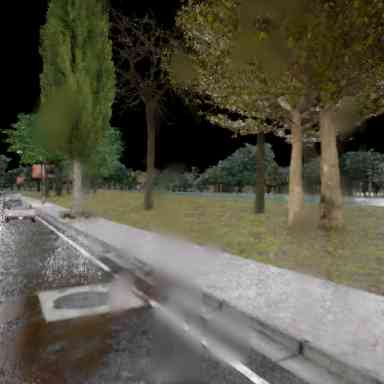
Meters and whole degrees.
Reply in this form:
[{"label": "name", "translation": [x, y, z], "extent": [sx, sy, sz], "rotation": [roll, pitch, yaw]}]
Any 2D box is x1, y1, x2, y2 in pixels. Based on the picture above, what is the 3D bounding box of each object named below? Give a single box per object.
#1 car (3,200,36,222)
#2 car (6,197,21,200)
[{"label": "car", "translation": [-12.945, 1.508, 24.976], "extent": [1.895, 1.301, 4.718], "rotation": [1, 0, -30]}, {"label": "car", "translation": [-21.022, 1.286, 39.110], "extent": [2.128, 1.511, 4.902], "rotation": [1, 0, -30]}]
